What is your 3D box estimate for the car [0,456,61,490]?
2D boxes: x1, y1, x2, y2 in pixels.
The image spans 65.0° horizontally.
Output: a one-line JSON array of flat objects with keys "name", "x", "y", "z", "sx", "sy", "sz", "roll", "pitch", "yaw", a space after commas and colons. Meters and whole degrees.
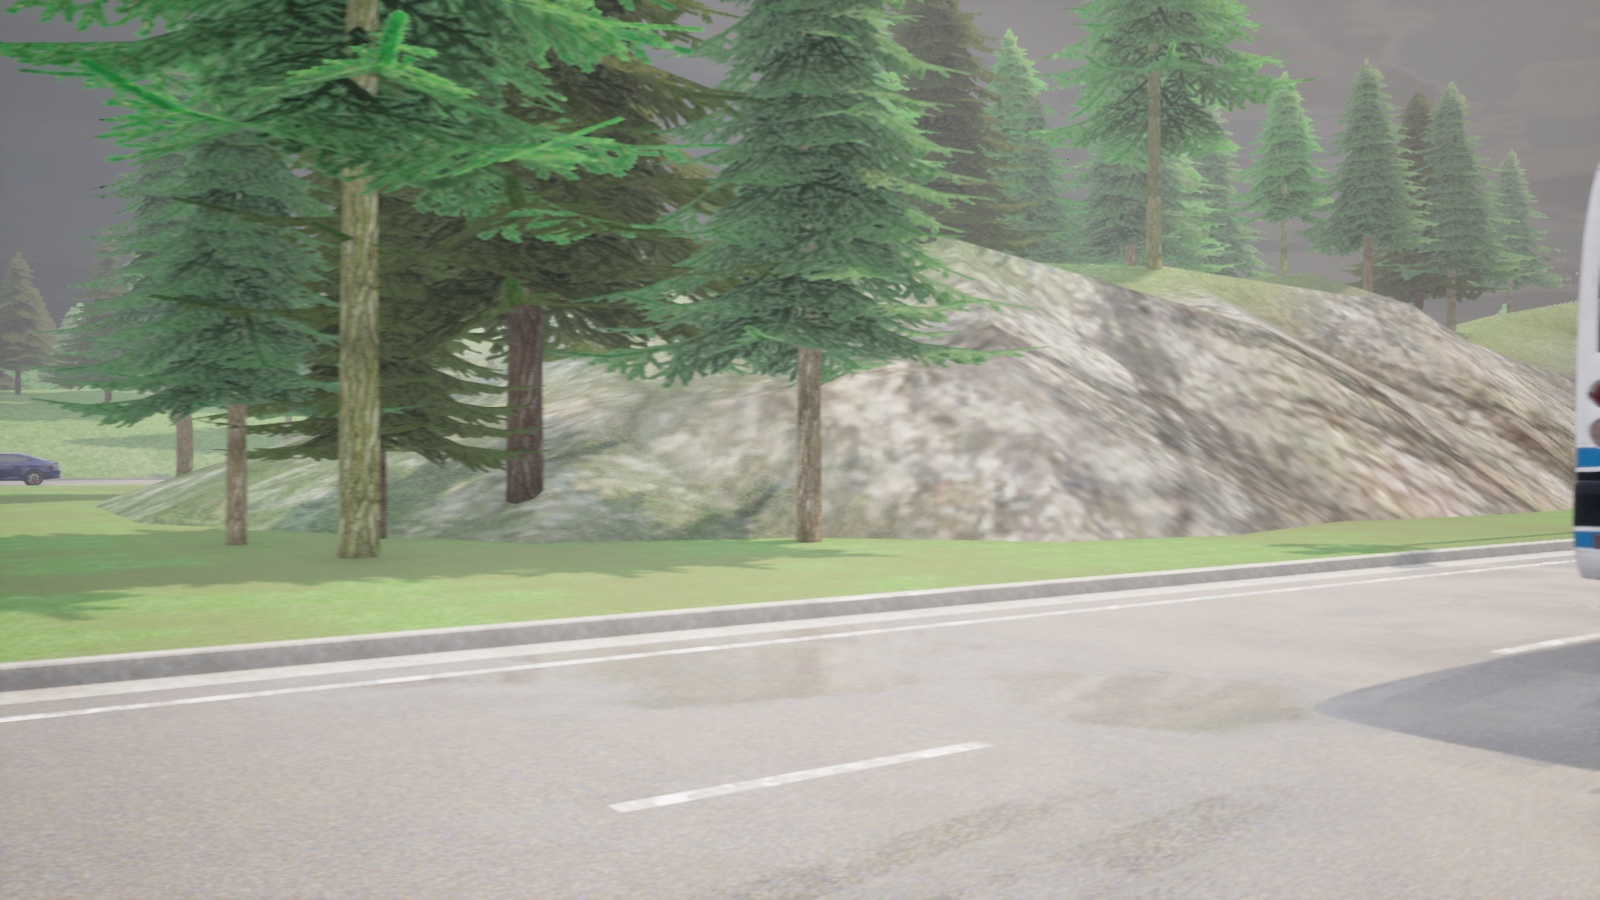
[{"name": "car", "x": -34.434, "y": 0.975, "z": 53.765, "sx": 4.674, "sy": 1.442, "sz": 1.812, "roll": 0, "pitch": 0, "yaw": -35}]

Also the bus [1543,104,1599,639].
[{"name": "bus", "x": 11.458, "y": -0.627, "z": 11.639, "sx": 10.273, "sy": 4.253, "sz": 3.944, "roll": 0, "pitch": 0, "yaw": -35}]
